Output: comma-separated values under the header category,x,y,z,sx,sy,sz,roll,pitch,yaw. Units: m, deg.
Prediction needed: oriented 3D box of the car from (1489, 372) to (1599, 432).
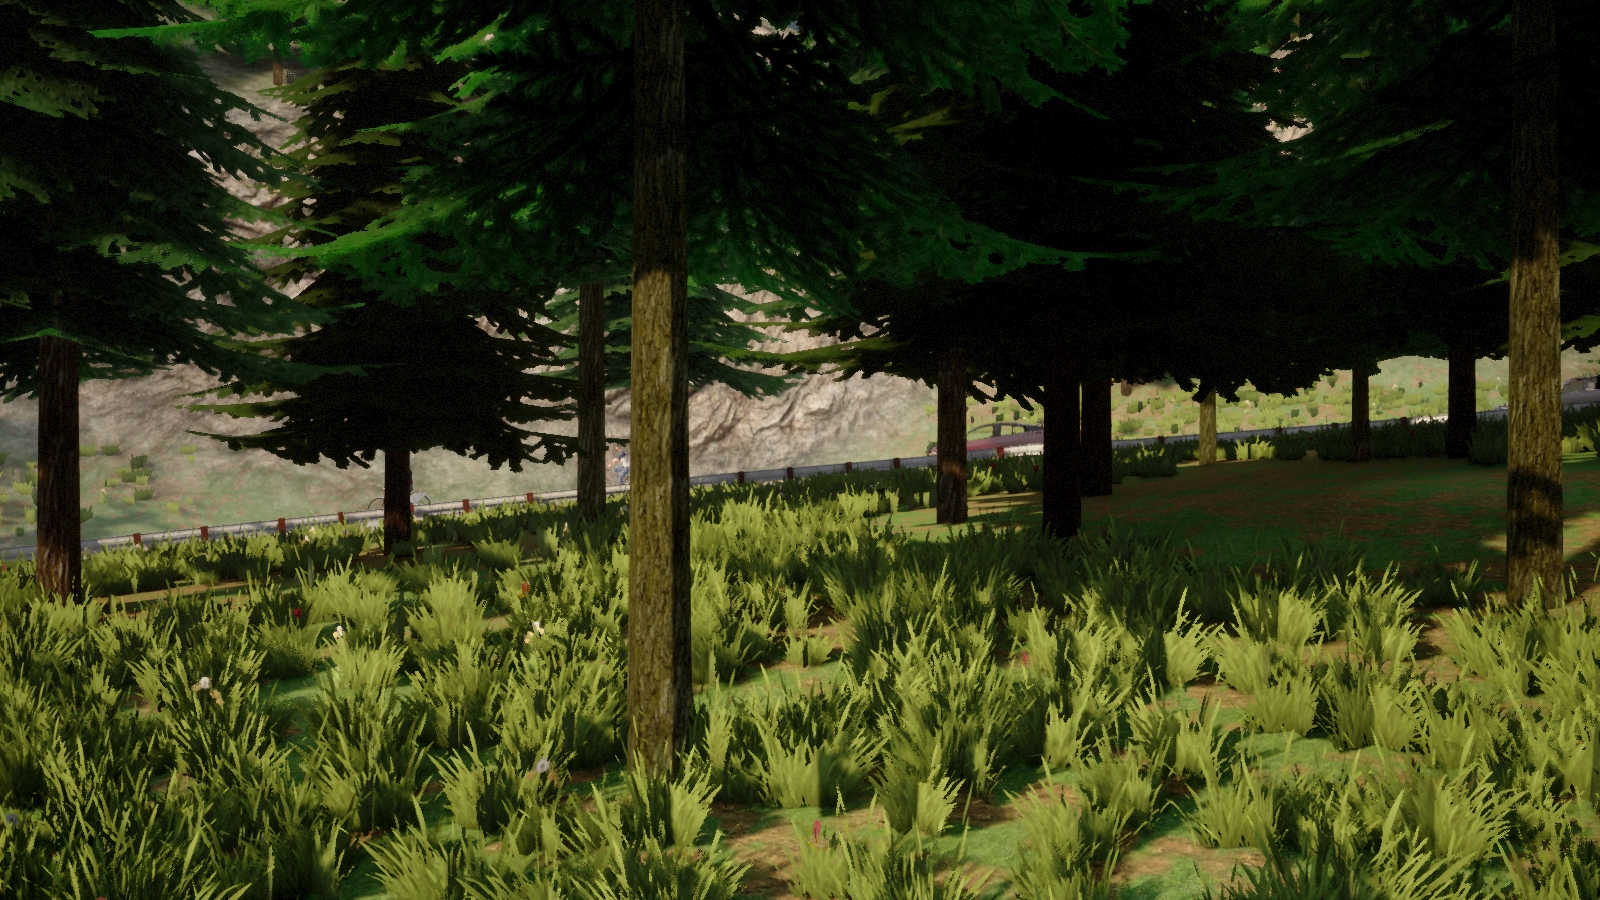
category,x,y,z,sx,sy,sz,roll,pitch,yaw
car,23.650,-1.500,34.336,4.792,1.488,2.163,-5,-2,26

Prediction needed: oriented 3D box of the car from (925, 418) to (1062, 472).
category,x,y,z,sx,sy,sz,roll,pitch,yaw
car,6.704,-0.159,39.942,4.514,1.525,2.007,-4,0,7

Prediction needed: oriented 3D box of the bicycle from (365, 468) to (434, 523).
category,x,y,z,sx,sy,sz,roll,pitch,yaw
bicycle,-12.075,1.355,34.490,1.835,1.471,0.329,-5,2,-29
